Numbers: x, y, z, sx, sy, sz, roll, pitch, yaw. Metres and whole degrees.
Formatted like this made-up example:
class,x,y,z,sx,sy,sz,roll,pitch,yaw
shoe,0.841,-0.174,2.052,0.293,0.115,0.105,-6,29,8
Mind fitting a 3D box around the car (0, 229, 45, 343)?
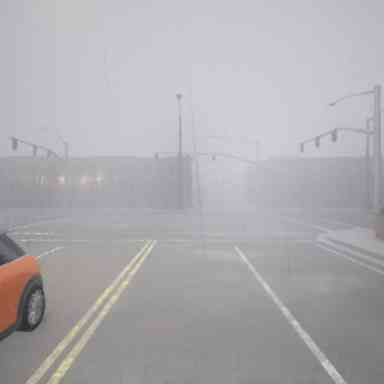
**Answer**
class,x,y,z,sx,sy,sz,roll,pitch,yaw
car,-3.573,1.343,3.793,2.097,1.767,4.553,0,0,0
